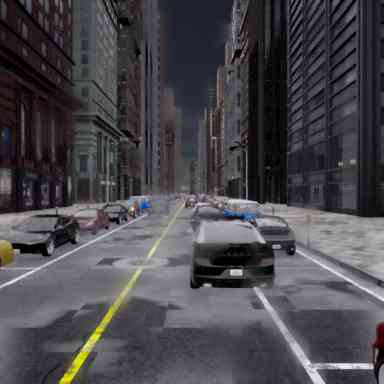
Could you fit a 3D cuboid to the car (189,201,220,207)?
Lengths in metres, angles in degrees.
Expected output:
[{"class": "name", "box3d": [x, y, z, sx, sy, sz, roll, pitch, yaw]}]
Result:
[{"class": "car", "box3d": [0.895, 1.510, 19.206, 1.837, 1.490, 4.892, 0, 0, 0]}]

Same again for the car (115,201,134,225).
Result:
[{"class": "car", "box3d": [-5.770, 1.573, 24.275, 1.947, 1.339, 4.313, 0, 0, 0]}]

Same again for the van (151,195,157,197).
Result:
[{"class": "van", "box3d": [-5.775, 1.361, 41.185, 1.690, 1.788, 3.998, 0, 0, 0]}]

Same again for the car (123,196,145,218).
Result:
[{"class": "car", "box3d": [-5.772, 1.451, 29.912, 1.967, 1.590, 4.097, 0, 0, 0]}]

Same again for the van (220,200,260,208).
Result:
[{"class": "van", "box3d": [2.756, 1.345, 18.657, 1.690, 1.788, 3.998, 0, 0, 0]}]

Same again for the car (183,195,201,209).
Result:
[{"class": "car", "box3d": [0.008, 1.552, 46.645, 1.812, 1.442, 4.674, 0, 0, 0]}]

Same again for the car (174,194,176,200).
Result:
[{"class": "car", "box3d": [-5.787, 1.649, 86.277, 1.947, 1.339, 4.313, 0, 0, 0]}]

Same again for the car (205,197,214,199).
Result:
[{"class": "car", "box3d": [2.752, 1.566, 35.566, 2.008, 1.369, 4.403, 0, 0, 0]}]

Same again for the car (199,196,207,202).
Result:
[{"class": "car", "box3d": [2.740, 1.599, 80.826, 1.752, 1.417, 4.829, 0, 0, 0]}]

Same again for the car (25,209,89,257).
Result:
[{"class": "car", "box3d": [-5.767, 1.567, 13.001, 1.947, 1.339, 4.313, 0, 0, 0]}]

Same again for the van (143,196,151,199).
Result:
[{"class": "van", "box3d": [-5.774, 1.356, 35.548, 1.690, 1.788, 3.998, 0, 0, 0]}]

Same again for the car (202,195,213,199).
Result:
[{"class": "car", "box3d": [2.749, 1.571, 46.838, 1.887, 1.381, 4.507, 0, 0, 0]}]

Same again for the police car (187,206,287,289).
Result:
[{"class": "police car", "box3d": [0.898, 1.426, 9.316, 1.930, 1.638, 5.238, 0, 0, 0]}]

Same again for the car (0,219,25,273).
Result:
[{"class": "car", "box3d": [-5.765, 1.526, 7.195, 1.752, 1.417, 4.829, 0, 0, 0]}]

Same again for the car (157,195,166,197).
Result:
[{"class": "car", "box3d": [-5.778, 1.347, 52.457, 2.192, 1.841, 5.009, 0, 0, 0]}]

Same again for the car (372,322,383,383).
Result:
[{"class": "car", "box3d": [2.761, 1.545, 1.748, 1.887, 1.381, 4.507, 0, 0, 0]}]

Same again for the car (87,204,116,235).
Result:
[{"class": "car", "box3d": [-5.768, 1.586, 18.638, 1.802, 1.307, 4.206, 0, 0, 0]}]

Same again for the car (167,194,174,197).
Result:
[{"class": "car", "box3d": [-5.784, 1.608, 75.004, 1.887, 1.381, 4.507, 0, 0, 0]}]

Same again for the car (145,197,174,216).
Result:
[{"class": "car", "box3d": [-3.108, 1.517, 32.324, 1.837, 1.490, 4.892, 0, 0, 0]}]

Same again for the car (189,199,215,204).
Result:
[{"class": "car", "box3d": [0.843, 1.534, 25.204, 1.812, 1.442, 4.674, 0, 0, 0]}]

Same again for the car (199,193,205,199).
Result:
[{"class": "car", "box3d": [2.745, 1.354, 58.111, 2.192, 1.841, 5.009, 0, 0, 0]}]

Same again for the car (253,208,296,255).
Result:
[{"class": "car", "box3d": [2.758, 1.552, 13.021, 2.008, 1.369, 4.403, 0, 0, 0]}]
